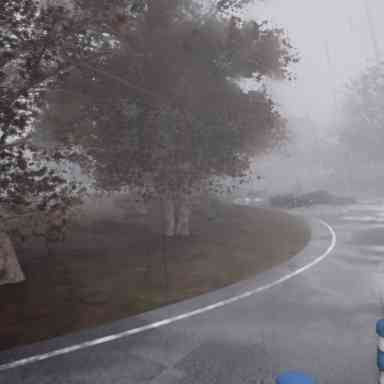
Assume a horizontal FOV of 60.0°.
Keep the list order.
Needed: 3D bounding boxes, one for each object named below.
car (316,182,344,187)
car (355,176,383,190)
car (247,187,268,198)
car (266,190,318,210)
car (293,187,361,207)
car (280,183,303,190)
[{"bbox_3d":[25.052,-1.069,60.443,5.008,1.535,1.882,-2,2,-8],"label":"car"},{"bbox_3d":[31.261,-1.635,57.293,5.566,2.045,2.150,-2,2,9],"label":"car"},{"bbox_3d":[9.801,0.020,49.712,1.882,1.535,5.008,-2,2,31],"label":"car"},{"bbox_3d":[8.819,0.810,29.875,1.895,1.301,4.718,-3,2,-14],"label":"car"},{"bbox_3d":[12.334,0.568,30.840,2.033,1.411,5.357,-4,2,-29],"label":"car"},{"bbox_3d":[15.637,-0.455,52.116,4.553,1.767,2.097,-5,3,-41],"label":"car"}]
